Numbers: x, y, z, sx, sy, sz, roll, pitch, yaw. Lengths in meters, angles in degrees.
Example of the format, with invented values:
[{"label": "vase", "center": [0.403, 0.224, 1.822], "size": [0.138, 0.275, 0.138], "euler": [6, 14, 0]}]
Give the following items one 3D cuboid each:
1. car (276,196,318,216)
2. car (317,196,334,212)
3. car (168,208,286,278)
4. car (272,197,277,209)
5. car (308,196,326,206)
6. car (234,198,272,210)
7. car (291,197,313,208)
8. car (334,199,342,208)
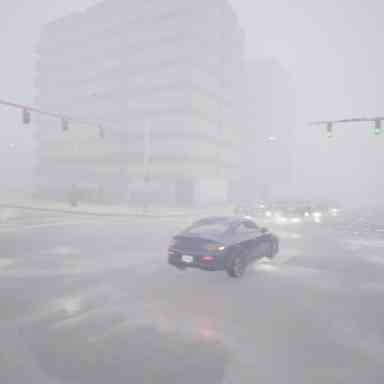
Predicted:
[{"label": "car", "center": [10.041, 1.419, 31.466], "size": [2.128, 1.511, 4.902], "euler": [2, 1, 32]}, {"label": "car", "center": [14.928, 1.462, 39.387], "size": [2.128, 1.511, 4.902], "euler": [2, 1, 32]}, {"label": "car", "center": [1.107, 1.428, 9.872], "size": [1.812, 1.442, 4.674], "euler": [2, 1, 32]}, {"label": "car", "center": [10.279, 1.342, 38.520], "size": [2.128, 1.511, 4.902], "euler": [2, 1, 32]}, {"label": "car", "center": [21.026, 1.422, 55.843], "size": [1.882, 1.535, 5.008], "euler": [2, 1, 32]}, {"label": "car", "center": [5.440, 1.313, 30.664], "size": [1.837, 1.490, 4.892], "euler": [2, 1, 32]}, {"label": "car", "center": [15.555, 1.461, 47.013], "size": [1.994, 1.385, 4.181], "euler": [2, 1, 32]}, {"label": "car", "center": [20.374, 1.619, 48.119], "size": [1.895, 1.301, 4.718], "euler": [2, 1, 32]}]
